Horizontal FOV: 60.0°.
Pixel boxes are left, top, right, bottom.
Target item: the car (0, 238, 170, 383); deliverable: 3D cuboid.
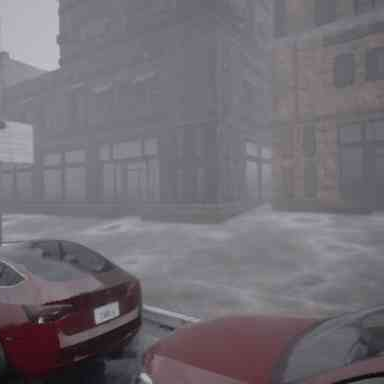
[{"bbox_3d":[-2.943,1.512,5.390,4.792,1.488,2.163,0,0,35],"label":"car"}]
